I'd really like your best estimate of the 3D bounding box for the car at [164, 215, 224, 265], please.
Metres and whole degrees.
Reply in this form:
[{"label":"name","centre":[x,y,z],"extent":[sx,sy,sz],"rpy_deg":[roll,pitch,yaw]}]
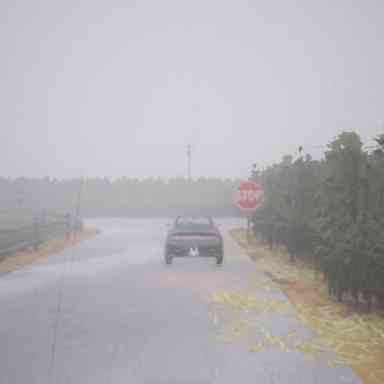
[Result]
[{"label":"car","centre":[0.068,1.558,11.943],"extent":[2.128,1.511,4.902],"rpy_deg":[0,0,0]}]
